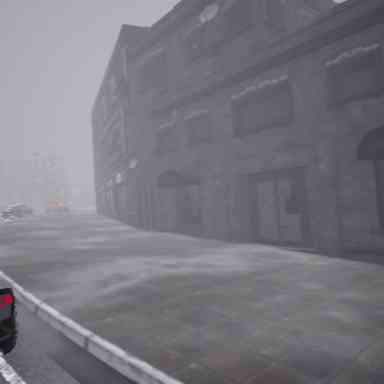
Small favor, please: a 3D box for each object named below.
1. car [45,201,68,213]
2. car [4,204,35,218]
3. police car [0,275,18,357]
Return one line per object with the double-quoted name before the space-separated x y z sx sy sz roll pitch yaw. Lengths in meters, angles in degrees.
"car" -20.541 2.179 50.615 2.097 1.767 4.553 -4 -1 -1
"car" -19.989 2.169 38.659 1.837 1.490 4.892 -4 0 -3
"police car" -4.425 1.489 5.358 1.930 1.638 5.238 -2 1 -42
